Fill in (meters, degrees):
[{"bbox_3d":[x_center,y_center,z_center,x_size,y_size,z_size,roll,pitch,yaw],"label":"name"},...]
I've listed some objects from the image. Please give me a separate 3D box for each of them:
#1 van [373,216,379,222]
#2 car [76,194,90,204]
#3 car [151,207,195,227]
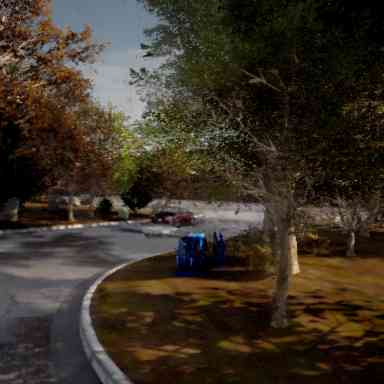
[{"bbox_3d":[20.034,2.433,35.960,1.878,1.987,4.442,1,0,29],"label":"van"},{"bbox_3d":[-16.442,1.044,50.479,2.097,1.767,4.553,3,0,-19],"label":"car"},{"bbox_3d":[-1.387,1.886,25.966,1.994,1.385,4.181,4,0,28],"label":"car"}]
